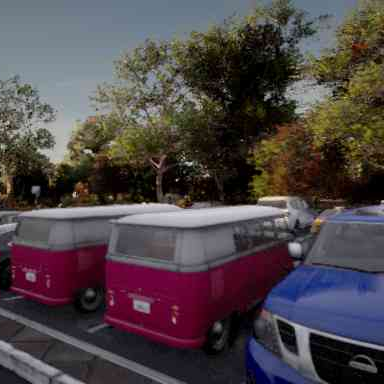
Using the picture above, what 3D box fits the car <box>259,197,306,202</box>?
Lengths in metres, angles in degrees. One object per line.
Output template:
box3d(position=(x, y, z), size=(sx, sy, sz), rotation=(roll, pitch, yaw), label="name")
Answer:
box3d(position=(5.393, 1.288, 18.806), size=(2.435, 2.045, 5.566), rotation=(0, 0, 35), label="car")

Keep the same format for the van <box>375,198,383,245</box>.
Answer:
box3d(position=(9.968, 1.282, 15.662), size=(1.878, 1.987, 4.442), rotation=(0, 0, 35), label="van")

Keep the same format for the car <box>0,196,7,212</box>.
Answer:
box3d(position=(-26.512, 1.510, 41.413), size=(2.435, 2.045, 5.566), rotation=(0, 0, 35), label="car")

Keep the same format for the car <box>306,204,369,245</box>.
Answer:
box3d(position=(7.748, 1.521, 17.325), size=(1.946, 1.575, 5.366), rotation=(0, 0, 35), label="car")

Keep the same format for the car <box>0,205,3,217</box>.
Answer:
box3d(position=(-6.338, 1.442, 11.100), size=(2.185, 1.767, 4.553), rotation=(0, 0, 35), label="car")

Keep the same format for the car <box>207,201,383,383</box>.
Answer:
box3d(position=(2.767, 1.253, 4.555), size=(2.435, 2.045, 5.566), rotation=(0, 0, 35), label="car")

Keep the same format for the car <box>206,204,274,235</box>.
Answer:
box3d(position=(3.099, 1.585, 20.366), size=(2.163, 1.488, 4.792), rotation=(0, 0, 35), label="car")

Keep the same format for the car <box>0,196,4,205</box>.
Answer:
box3d(position=(-10.943, 1.348, 14.300), size=(2.435, 2.045, 5.566), rotation=(0, 0, 35), label="car")

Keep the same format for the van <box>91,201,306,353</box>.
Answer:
box3d(position=(0.565, 1.294, 6.298), size=(1.878, 1.987, 4.442), rotation=(0, 0, 35), label="van")

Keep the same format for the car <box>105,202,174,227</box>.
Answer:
box3d(position=(-3.780, 1.599, 25.063), size=(1.946, 1.575, 5.366), rotation=(0, 0, 35), label="car")

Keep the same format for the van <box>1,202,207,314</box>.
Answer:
box3d(position=(-1.720, 1.310, 7.922), size=(1.878, 1.987, 4.442), rotation=(0, 0, 35), label="van")

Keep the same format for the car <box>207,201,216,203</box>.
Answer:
box3d(position=(0.869, 1.445, 22.024), size=(2.185, 1.767, 4.553), rotation=(0, 0, 35), label="car")

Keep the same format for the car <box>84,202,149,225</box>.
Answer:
box3d(position=(-5.932, 1.619, 26.827), size=(2.231, 1.521, 4.892), rotation=(0, 0, 35), label="car")
